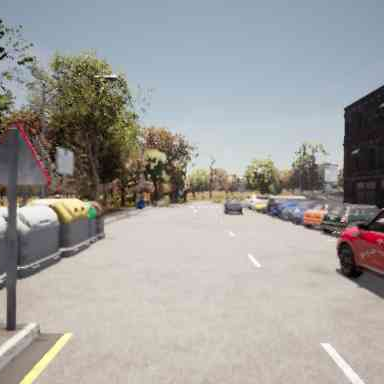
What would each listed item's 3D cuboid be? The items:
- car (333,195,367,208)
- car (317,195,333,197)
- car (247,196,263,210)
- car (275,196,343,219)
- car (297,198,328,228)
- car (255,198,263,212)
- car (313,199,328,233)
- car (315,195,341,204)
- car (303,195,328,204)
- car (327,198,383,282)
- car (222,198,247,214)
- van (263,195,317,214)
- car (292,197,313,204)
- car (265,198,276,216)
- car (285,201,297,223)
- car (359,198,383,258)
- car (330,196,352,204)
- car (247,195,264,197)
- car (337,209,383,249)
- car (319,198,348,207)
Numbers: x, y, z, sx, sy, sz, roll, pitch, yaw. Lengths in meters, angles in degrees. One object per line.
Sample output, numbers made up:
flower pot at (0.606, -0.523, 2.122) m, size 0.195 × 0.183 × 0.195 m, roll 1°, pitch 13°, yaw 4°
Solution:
car at (28.987, 1.669, 61.393) m, size 2.435 × 2.045 × 5.566 m, roll 0°, pitch 1°, yaw -21°
car at (23.104, 1.620, 61.279) m, size 2.435 × 2.045 × 5.566 m, roll 1°, pitch 0°, yaw -21°
car at (9.646, 1.669, 39.376) m, size 5.366 × 1.575 × 1.946 m, roll 1°, pitch 0°, yaw -19°
car at (9.688, 1.506, 27.427) m, size 4.553 × 1.767 × 2.185 m, roll 1°, pitch 0°, yaw -19°
car at (9.528, 1.483, 21.412) m, size 4.553 × 1.767 × 2.185 m, roll 1°, pitch 0°, yaw -19°
car at (9.787, 1.705, 36.432) m, size 4.674 × 1.452 × 2.002 m, roll 1°, pitch 0°, yaw -19°
car at (9.480, 1.473, 18.411) m, size 4.553 × 1.767 × 2.185 m, roll 1°, pitch 0°, yaw -19°
car at (32.020, 1.762, 78.337) m, size 2.435 × 2.045 × 5.566 m, roll 1°, pitch -1°, yaw -21°
car at (28.960, 1.737, 78.343) m, size 2.435 × 2.045 × 5.566 m, roll 1°, pitch -1°, yaw -21°
car at (5.170, 1.278, 7.201) m, size 2.150 × 2.045 × 5.566 m, roll 0°, pitch 0°, yaw 1°
car at (4.489, 1.633, 37.179) m, size 2.128 × 1.511 × 4.902 m, roll 0°, pitch 0°, yaw 1°
van at (9.855, 1.430, 33.475) m, size 4.442 × 1.987 × 1.878 m, roll 1°, pitch 0°, yaw -19°
car at (25.934, 1.992, 78.301) m, size 2.163 × 1.488 × 4.792 m, roll 1°, pitch -1°, yaw -21°
car at (9.690, 1.642, 30.430) m, size 5.008 × 1.535 × 2.097 m, roll 1°, pitch 0°, yaw -19°
car at (9.607, 1.660, 24.419) m, size 4.674 × 1.452 × 2.002 m, roll 1°, pitch 0°, yaw -19°
car at (9.390, 1.330, 12.398) m, size 5.566 × 2.045 × 2.435 m, roll 1°, pitch 0°, yaw -19°
car at (35.016, 1.914, 78.424) m, size 2.185 × 1.767 × 4.553 m, roll 1°, pitch -1°, yaw -21°
car at (9.920, 1.448, 45.467) m, size 5.566 × 2.045 × 2.435 m, roll 1°, pitch 0°, yaw -19°
car at (9.435, 1.620, 15.397) m, size 4.792 × 1.488 × 2.163 m, roll 1°, pitch 0°, yaw -19°
car at (26.018, 1.925, 61.353) m, size 2.163 × 1.488 × 4.792 m, roll 0°, pitch 1°, yaw -21°
